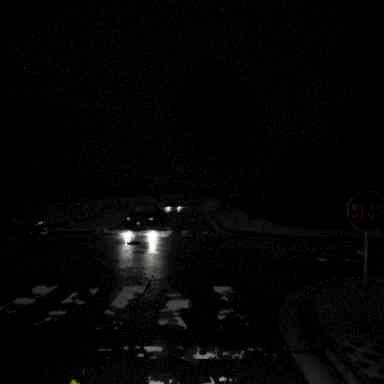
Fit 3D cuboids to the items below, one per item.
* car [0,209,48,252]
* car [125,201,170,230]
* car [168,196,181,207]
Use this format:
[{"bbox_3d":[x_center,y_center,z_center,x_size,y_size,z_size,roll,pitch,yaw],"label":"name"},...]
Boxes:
[{"bbox_3d":[-8.043,1.403,12.428,4.902,1.511,2.128,0,3,-18],"label":"car"},{"bbox_3d":[-2.902,1.538,21.582,1.812,1.442,4.674,0,0,5],"label":"car"},{"bbox_3d":[-2.709,1.417,52.183,1.882,1.535,5.008,0,0,1],"label":"car"}]
